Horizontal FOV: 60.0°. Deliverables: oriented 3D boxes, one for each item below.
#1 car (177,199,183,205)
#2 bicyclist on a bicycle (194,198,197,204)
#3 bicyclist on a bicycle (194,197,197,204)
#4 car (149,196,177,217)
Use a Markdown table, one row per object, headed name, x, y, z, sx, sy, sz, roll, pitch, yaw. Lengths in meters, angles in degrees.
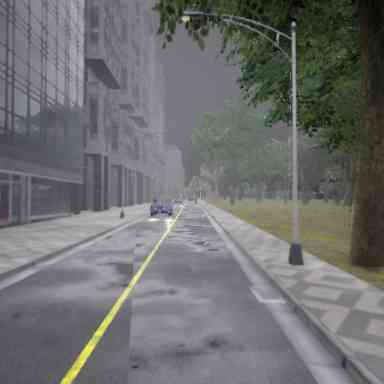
| name | x | y | z | sx | sy | sz | roll | pitch | yaw |
| --- | --- | --- | --- | --- | --- | --- | --- | --- | --- |
| car | -3.008 | 2.193 | 75.361 | 1.895 | 1.301 | 4.718 | 0 | -1 | 0 |
| bicyclist on a bicycle | 0.818 | 2.128 | 79.582 | 0.582 | 1.620 | 1.656 | 0 | -1 | 0 |
| bicyclist on a bicycle | 0.819 | 2.039 | 70.581 | 0.582 | 1.620 | 1.656 | 0 | -1 | 0 |
| car | -3.099 | 1.488 | 34.826 | 2.150 | 2.045 | 5.566 | 0 | 0 | 0 |
